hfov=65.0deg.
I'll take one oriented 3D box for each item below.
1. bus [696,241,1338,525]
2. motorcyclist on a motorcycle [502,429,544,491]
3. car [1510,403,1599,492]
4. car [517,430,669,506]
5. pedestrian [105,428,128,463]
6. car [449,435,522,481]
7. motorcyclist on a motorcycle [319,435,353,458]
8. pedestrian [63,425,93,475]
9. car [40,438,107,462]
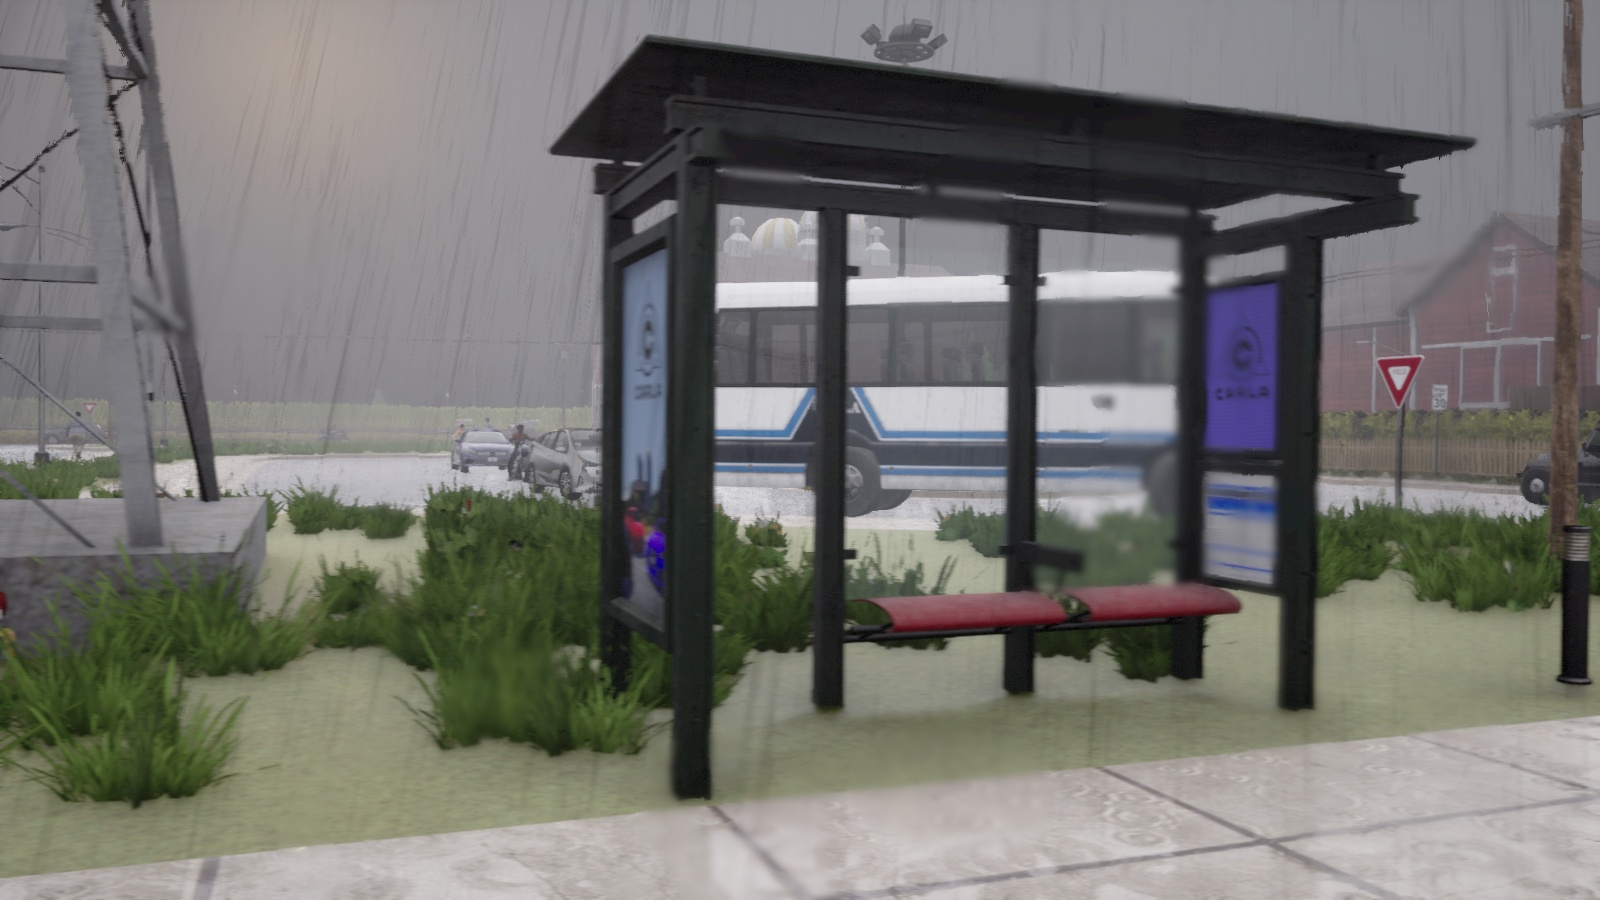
[{"bbox_3d":[3.715,-0.998,22.196,10.273,4.253,3.944,-1,1,17],"label":"bus"},{"bbox_3d":[-7.746,0.253,35.032,0.766,1.649,2.350,-1,1,-21],"label":"motorcyclist on a motorcycle"},{"bbox_3d":[17.641,-0.076,26.942,1.905,1.878,3.866,-1,1,-21],"label":"car"},{"bbox_3d":[-4.697,0.332,27.913,2.007,1.525,4.514,-1,1,-27],"label":"car"},{"bbox_3d":[-36.413,-0.227,66.930,0.874,1.855,0.900,-2,1,-41],"label":"pedestrian"},{"bbox_3d":[-10.725,0.237,42.620,1.812,1.442,4.674,-1,1,-21],"label":"car"},{"bbox_3d":[-32.420,-0.248,87.794,2.191,1.530,0.866,-1,1,-21],"label":"motorcyclist on a motorcycle"},{"bbox_3d":[-27.133,-0.010,47.216,0.874,1.855,0.900,-1,1,-24],"label":"pedestrian"},{"bbox_3d":[-49.182,-0.018,85.097,3.633,1.501,1.845,-1,1,-21],"label":"car"}]
